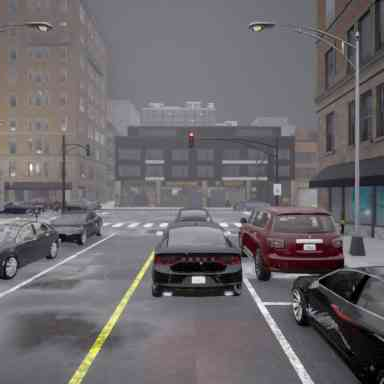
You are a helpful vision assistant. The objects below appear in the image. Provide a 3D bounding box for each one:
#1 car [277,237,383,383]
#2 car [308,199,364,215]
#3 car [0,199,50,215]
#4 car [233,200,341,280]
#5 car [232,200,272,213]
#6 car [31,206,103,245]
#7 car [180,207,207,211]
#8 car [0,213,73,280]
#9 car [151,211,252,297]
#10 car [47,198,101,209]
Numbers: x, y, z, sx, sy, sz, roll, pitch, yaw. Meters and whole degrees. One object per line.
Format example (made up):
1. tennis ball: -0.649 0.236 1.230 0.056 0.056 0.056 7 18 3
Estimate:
1. car: 2.631 1.566 4.153 1.947 1.339 4.313 0 0 0
2. car: 14.940 1.561 34.584 5.008 1.535 1.882 0 0 0
3. car: -16.207 1.531 30.951 4.718 1.301 1.895 0 0 0
4. car: 2.623 1.315 9.815 2.192 1.841 5.009 0 0 0
5. car: 6.788 1.606 37.786 4.181 1.385 1.994 0 0 0
6. car: -5.409 1.566 15.467 1.947 1.339 4.313 0 0 0
7. car: 0.059 1.505 16.137 1.837 1.490 4.892 0 0 0
8. car: -5.402 1.551 9.804 2.008 1.369 4.403 0 0 0
9. car: 0.062 1.478 8.634 1.882 1.535 5.008 0 0 -1
10. car: -11.880 1.442 34.430 4.902 1.511 2.128 0 0 0
